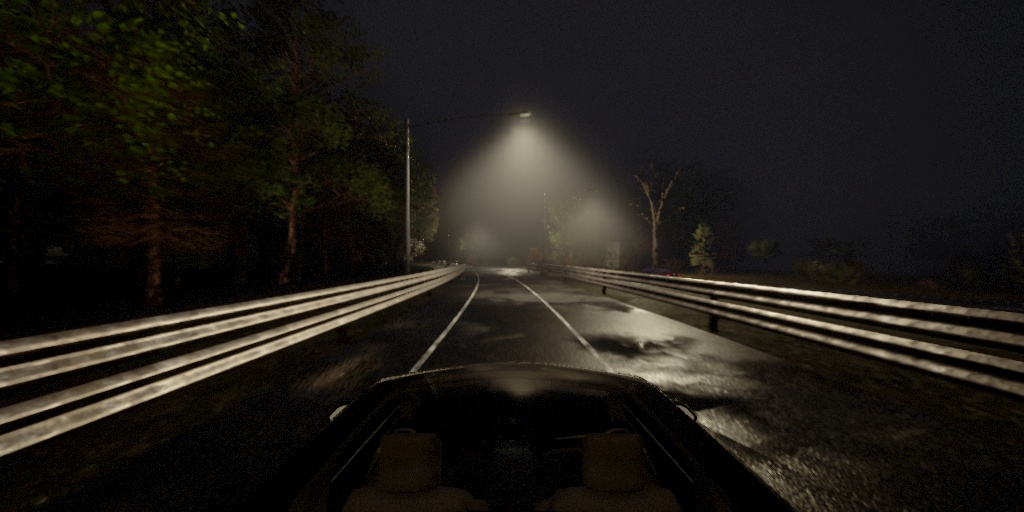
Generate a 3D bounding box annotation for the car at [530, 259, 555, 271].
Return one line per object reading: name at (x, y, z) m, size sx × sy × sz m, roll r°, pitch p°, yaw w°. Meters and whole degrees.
car at (4.797, 1.497, 56.212) m, size 2.150 × 2.045 × 5.566 m, roll 1°, pitch 0°, yaw -21°

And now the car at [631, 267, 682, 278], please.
car at (13.298, 1.729, 33.727) m, size 2.033 × 1.411 × 5.357 m, roll 0°, pitch 0°, yaw -21°
